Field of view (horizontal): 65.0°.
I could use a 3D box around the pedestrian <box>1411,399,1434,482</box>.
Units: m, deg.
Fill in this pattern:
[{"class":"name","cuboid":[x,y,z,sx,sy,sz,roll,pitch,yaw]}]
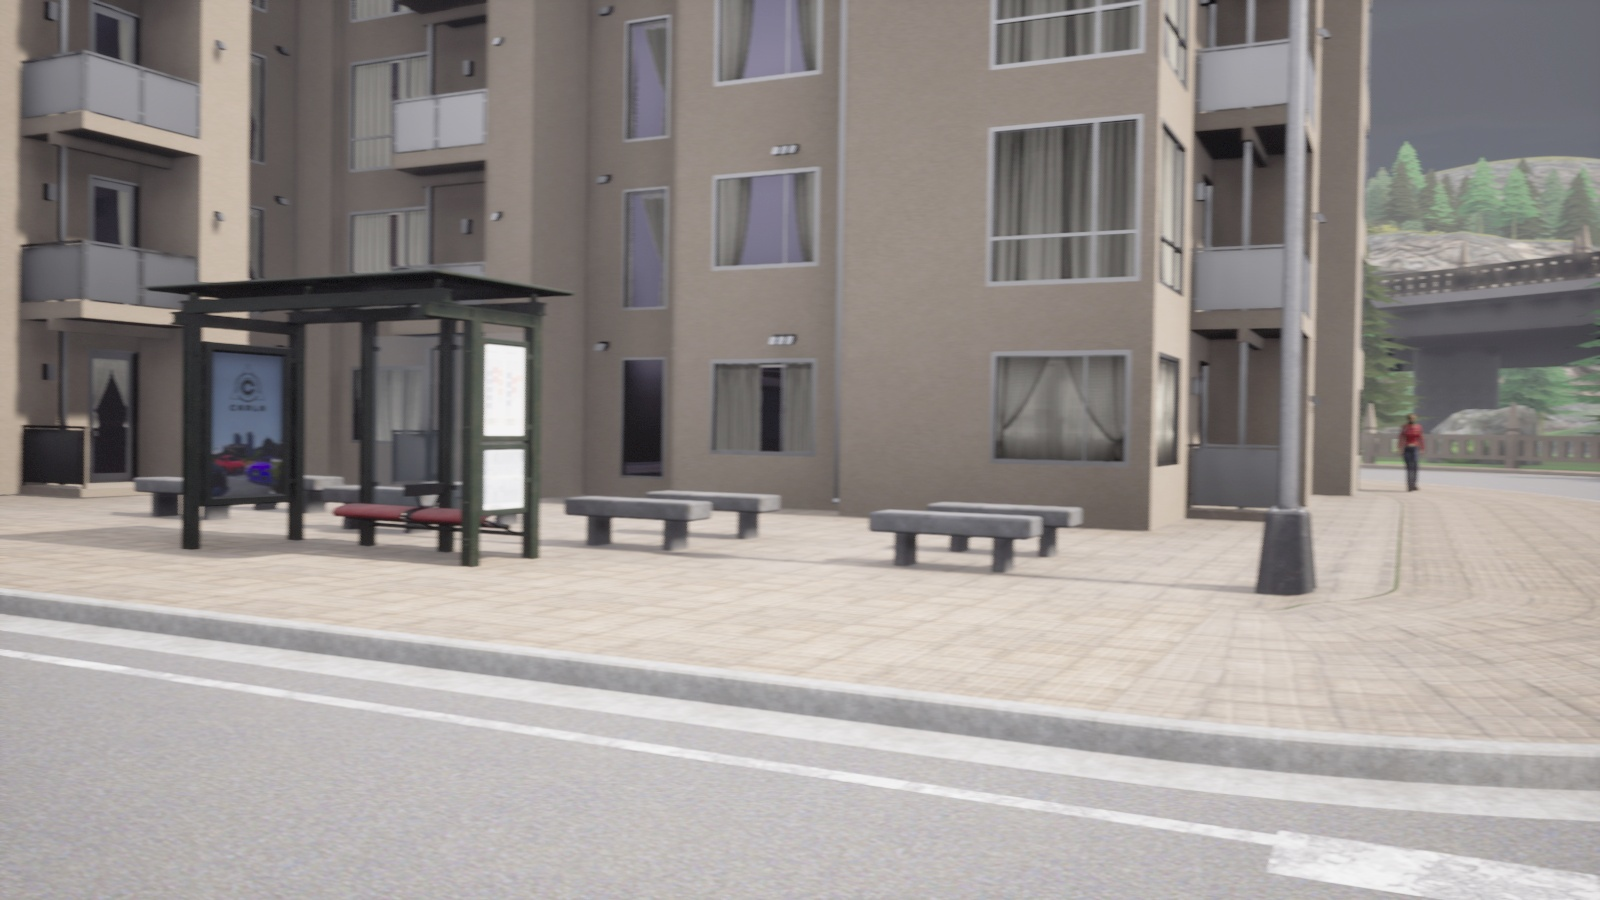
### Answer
[{"class":"pedestrian","cuboid":[14.127,-0.214,28.496,0.331,1.846,0.636,0,1,15]}]
